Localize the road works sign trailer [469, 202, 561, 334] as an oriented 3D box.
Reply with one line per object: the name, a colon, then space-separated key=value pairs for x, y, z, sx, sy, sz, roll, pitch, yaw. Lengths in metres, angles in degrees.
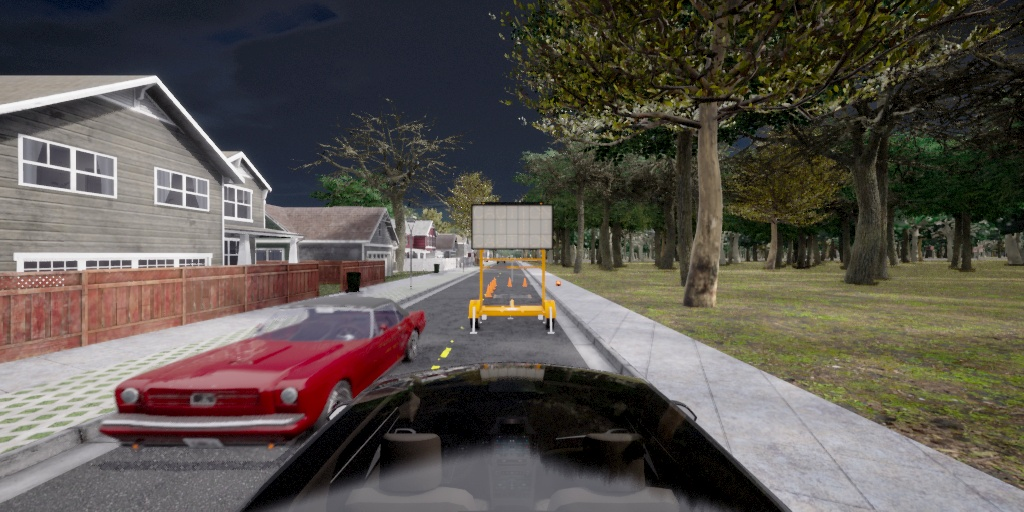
road works sign trailer: x=0.011 y=0.214 z=10.620 sx=2.380 sy=3.560 sz=2.880 roll=0 pitch=0 yaw=0
